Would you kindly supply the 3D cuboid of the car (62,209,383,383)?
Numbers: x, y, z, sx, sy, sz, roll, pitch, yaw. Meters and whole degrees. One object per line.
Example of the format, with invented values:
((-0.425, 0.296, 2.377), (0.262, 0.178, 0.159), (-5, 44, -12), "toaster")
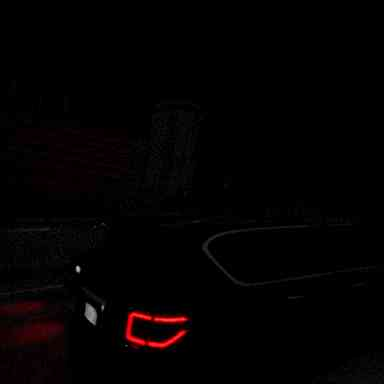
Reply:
((1.247, 1.276, 4.636), (5.566, 2.045, 2.150), (2, -1, -35), "car")

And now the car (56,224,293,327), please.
((-0.165, 1.621, 7.928), (5.357, 1.411, 2.033), (2, -1, -35), "car")

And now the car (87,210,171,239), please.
((-3.489, 1.750, 18.699), (4.181, 1.385, 1.994), (3, -2, -35), "car")

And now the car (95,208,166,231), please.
((-4.116, 1.826, 22.551), (4.181, 1.385, 1.994), (3, -2, -35), "car")
